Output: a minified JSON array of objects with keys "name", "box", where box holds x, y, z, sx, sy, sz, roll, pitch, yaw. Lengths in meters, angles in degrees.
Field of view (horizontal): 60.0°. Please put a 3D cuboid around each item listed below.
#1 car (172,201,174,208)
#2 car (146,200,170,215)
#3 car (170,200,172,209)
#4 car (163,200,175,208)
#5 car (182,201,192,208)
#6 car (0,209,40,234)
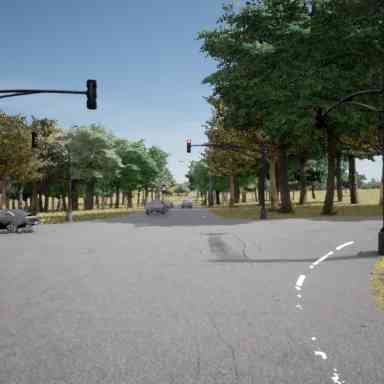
[{"name":"car","box":[-4.568,2.284,58.252,2.033,1.411,5.357,0,-1,-1]},{"name":"car","box":[-4.181,1.745,39.445,2.097,1.767,4.553,0,-1,0]},{"name":"car","box":[-4.348,2.152,48.447,1.895,1.301,4.718,0,-1,-1]},{"name":"car","box":[-4.724,2.469,68.262,2.128,1.511,4.902,0,-2,-1]},{"name":"car","box":[-1.040,2.455,64.995,1.994,1.385,4.181,0,-1,-1]},{"name":"car","box":[-12.435,1.881,21.428,4.902,1.511,2.128,-2,-1,2]}]
